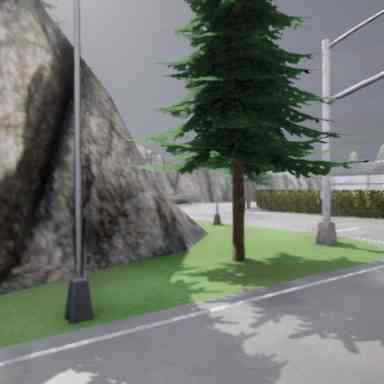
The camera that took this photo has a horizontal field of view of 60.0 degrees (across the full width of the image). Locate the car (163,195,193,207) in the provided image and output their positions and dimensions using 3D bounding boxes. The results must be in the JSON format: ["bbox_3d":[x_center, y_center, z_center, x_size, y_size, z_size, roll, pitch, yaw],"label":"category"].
[{"bbox_3d":[-1.825,1.128,44.265,2.128,1.511,4.902,0,0,34],"label":"car"}]
